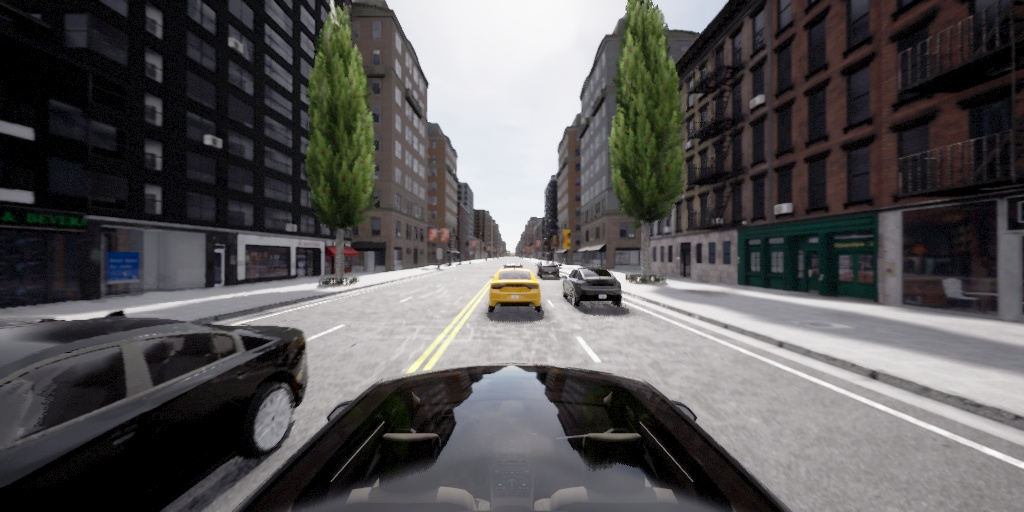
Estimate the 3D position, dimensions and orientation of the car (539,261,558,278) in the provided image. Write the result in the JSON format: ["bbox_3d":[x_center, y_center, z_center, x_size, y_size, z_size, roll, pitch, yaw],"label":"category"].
[{"bbox_3d":[3.357,1.242,33.934,2.128,1.511,4.902,0,0,0],"label":"car"}]

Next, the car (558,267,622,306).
[{"bbox_3d":[3.355,1.256,15.689,1.837,1.490,4.892,0,0,0],"label":"car"}]

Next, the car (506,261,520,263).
[{"bbox_3d":[0.107,1.242,33.941,2.128,1.511,4.902,0,0,0],"label":"car"}]

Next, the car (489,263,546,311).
[{"bbox_3d":[0.103,1.229,14.568,1.882,1.535,5.008,0,0,0],"label":"car"}]

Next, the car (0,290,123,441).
[{"bbox_3d":[-6.600,1.242,2.649,2.128,1.511,4.902,0,0,0],"label":"car"}]

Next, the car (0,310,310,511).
[{"bbox_3d":[-3.349,1.228,2.210,1.882,1.535,5.008,0,0,0],"label":"car"}]
